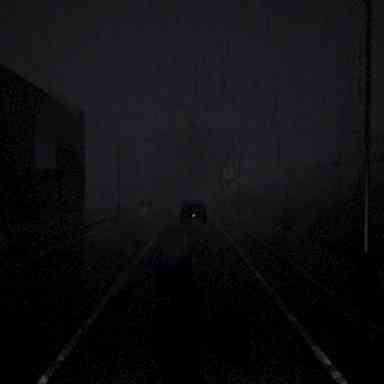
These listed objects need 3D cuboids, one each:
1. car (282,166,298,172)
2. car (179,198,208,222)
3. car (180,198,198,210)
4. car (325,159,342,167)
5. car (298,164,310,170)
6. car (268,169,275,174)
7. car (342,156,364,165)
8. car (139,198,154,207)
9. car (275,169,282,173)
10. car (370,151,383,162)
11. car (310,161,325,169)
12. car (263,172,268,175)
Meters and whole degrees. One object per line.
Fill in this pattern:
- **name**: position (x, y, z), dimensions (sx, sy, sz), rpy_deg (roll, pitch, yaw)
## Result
- **car**: position (21.518, -4.728, 71.383), dimensions (2.185, 1.767, 4.553), rpy_deg (0, 1, -1)
- **car**: position (0.109, 1.347, 24.497), dimensions (2.128, 1.511, 4.902), rpy_deg (0, 0, 0)
- **car**: position (-0.378, 1.429, 41.052), dimensions (1.812, 1.442, 4.674), rpy_deg (0, -1, -6)
- **car**: position (22.110, -4.125, 49.390), dimensions (2.002, 1.452, 4.674), rpy_deg (0, 1, -2)
- **car**: position (21.752, -4.406, 60.448), dimensions (2.231, 1.521, 4.892), rpy_deg (0, 1, -1)
- **car**: position (21.279, -4.924, 82.549), dimensions (2.185, 1.767, 4.553), rpy_deg (0, 1, -1)
- **car**: position (22.461, -4.030, 43.854), dimensions (2.097, 1.535, 5.008), rpy_deg (0, 1, -4)
- **car**: position (-7.877, 1.735, 56.907), dimensions (1.812, 1.442, 4.674), rpy_deg (-1, -1, -21)
- **car**: position (21.401, -4.659, 76.878), dimensions (2.002, 1.452, 4.674), rpy_deg (0, 1, -1)
- **car**: position (22.927, -4.022, 38.348), dimensions (2.185, 1.767, 4.553), rpy_deg (0, 1, -5)
- **car**: position (21.879, -4.294, 54.931), dimensions (2.231, 1.521, 4.892), rpy_deg (0, 1, -1)
- **car**: position (21.161, -5.017, 88.067), dimensions (2.185, 1.767, 4.553), rpy_deg (0, 1, -1)
